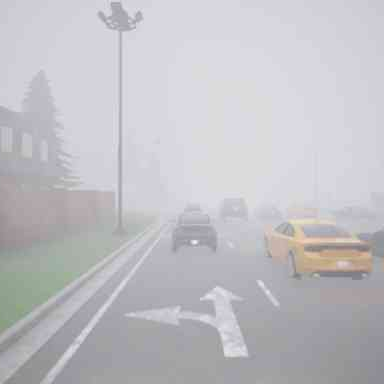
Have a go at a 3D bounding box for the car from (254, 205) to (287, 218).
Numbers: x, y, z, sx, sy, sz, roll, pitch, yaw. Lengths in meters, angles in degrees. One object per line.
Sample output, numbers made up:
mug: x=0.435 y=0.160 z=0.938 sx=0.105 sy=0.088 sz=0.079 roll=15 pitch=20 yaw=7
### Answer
car: x=7.100 y=1.891 z=31.313 sx=1.994 sy=1.385 sz=4.181 roll=0 pitch=-1 yaw=0

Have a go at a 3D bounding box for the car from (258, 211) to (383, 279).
car: x=3.599 y=1.587 z=10.425 sx=1.882 sy=1.535 sz=5.008 roll=0 pitch=-1 yaw=0

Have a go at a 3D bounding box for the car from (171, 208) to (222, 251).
car: x=0.100 y=1.662 z=14.980 sx=1.837 sy=1.490 sz=4.892 roll=0 pitch=-1 yaw=0

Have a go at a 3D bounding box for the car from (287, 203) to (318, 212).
car: x=10.600 y=1.816 z=32.388 sx=1.882 sy=1.535 sz=5.008 roll=0 pitch=-1 yaw=0

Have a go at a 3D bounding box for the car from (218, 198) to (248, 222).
car: x=3.601 y=1.534 z=29.918 sx=2.150 sy=2.045 sz=5.566 roll=0 pitch=-1 yaw=0

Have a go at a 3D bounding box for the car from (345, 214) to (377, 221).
car: x=7.100 y=1.657 z=10.363 sx=2.033 sy=1.411 sz=5.357 roll=0 pitch=-1 yaw=0

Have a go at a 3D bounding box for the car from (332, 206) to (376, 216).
car: x=14.100 y=1.906 z=29.242 sx=1.895 sy=1.301 sz=4.718 roll=0 pitch=-1 yaw=0

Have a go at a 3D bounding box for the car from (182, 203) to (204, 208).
car: x=0.101 y=1.827 z=30.900 sx=1.837 sy=1.490 sz=4.892 roll=0 pitch=-1 yaw=0
